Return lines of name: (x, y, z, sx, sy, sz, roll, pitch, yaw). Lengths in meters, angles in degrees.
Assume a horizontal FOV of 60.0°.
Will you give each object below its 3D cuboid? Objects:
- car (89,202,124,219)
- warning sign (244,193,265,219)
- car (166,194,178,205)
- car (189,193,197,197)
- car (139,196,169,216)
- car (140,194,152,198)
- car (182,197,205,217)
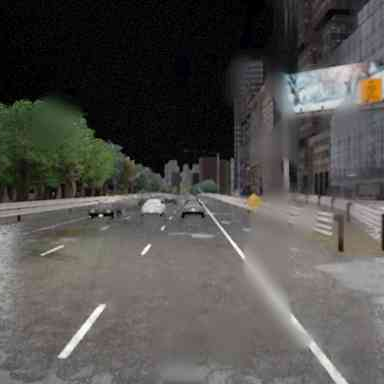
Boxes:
car: (-6.905, 1.478, 27.390, 1.895, 1.301, 4.718, 0, 0, 0)
warning sign: (4.541, 1.009, 24.344, 1.300, 1.860, 1.060, -1, 0, 0)
car: (-3.441, 1.094, 53.711, 2.097, 1.767, 4.553, 0, 0, 0)
car: (0.062, 1.306, 54.131, 1.994, 1.385, 4.181, 0, 0, 0)
car: (-3.397, 1.388, 30.132, 1.812, 1.442, 4.674, 0, 0, 0)
car: (-6.958, 1.103, 51.736, 2.097, 1.767, 4.553, 0, 0, 1)
car: (0.103, 1.429, 29.641, 1.994, 1.385, 4.181, 0, 0, 0)
